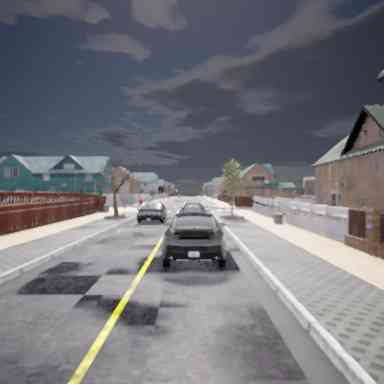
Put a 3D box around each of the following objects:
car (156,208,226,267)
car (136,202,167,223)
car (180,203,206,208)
[{"bbox_3d":[0.075,1.445,11.139,1.837,1.490,4.892,0,-1,1],"label":"car"},{"bbox_3d":[-2.817,1.439,24.492,2.033,1.411,5.357,0,0,0],"label":"car"},{"bbox_3d":[0.067,1.458,23.763,1.994,1.385,4.181,0,0,1],"label":"car"}]
